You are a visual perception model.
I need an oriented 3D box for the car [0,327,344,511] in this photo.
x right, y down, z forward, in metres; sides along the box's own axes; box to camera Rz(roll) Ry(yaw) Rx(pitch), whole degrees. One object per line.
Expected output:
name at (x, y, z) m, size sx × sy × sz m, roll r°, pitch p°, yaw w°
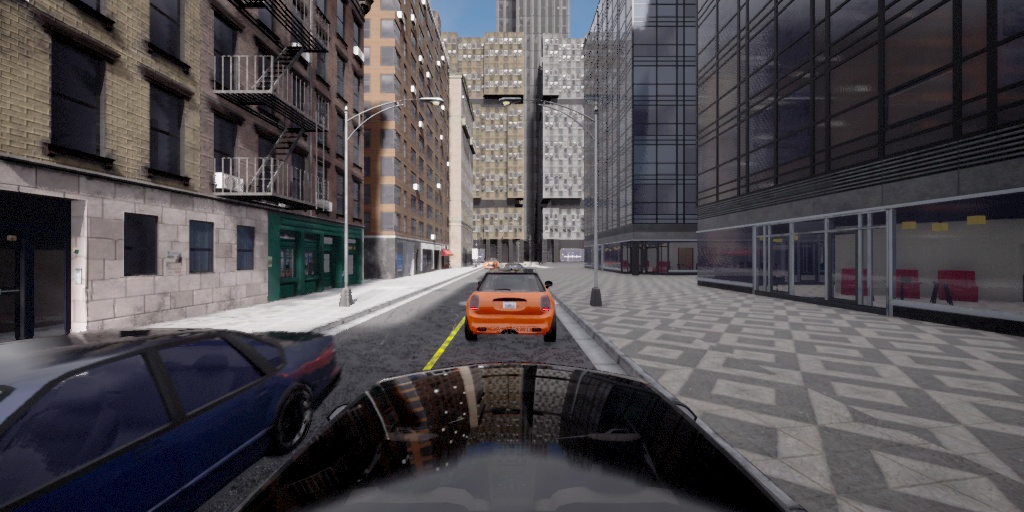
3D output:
car at (-3.100, 1.297, 2.335) m, size 2.033 × 1.411 × 5.357 m, roll 0°, pitch 0°, yaw 0°

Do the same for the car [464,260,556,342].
car at (0.064, 1.102, 9.988) m, size 2.097 × 1.767 × 4.553 m, roll 0°, pitch 0°, yaw 3°

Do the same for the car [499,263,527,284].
car at (0.086, 1.297, 28.672) m, size 2.033 × 1.411 × 5.357 m, roll 0°, pitch 0°, yaw 0°

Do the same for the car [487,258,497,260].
car at (-3.062, 1.112, 54.048) m, size 2.097 × 1.767 × 4.553 m, roll 0°, pitch 0°, yaw 0°
